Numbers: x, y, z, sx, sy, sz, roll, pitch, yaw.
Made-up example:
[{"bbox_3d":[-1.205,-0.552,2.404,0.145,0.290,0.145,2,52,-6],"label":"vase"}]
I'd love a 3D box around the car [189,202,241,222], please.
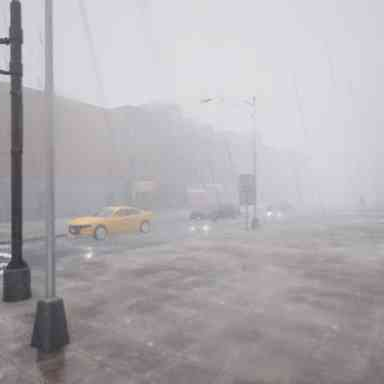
[{"bbox_3d":[1.998,1.532,26.299,2.033,1.411,5.357,-1,0,36],"label":"car"}]

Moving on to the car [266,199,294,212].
[{"bbox_3d":[9.940,1.485,37.464,1.994,1.385,4.181,-1,0,36],"label":"car"}]

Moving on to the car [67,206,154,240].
[{"bbox_3d":[-4.148,1.528,17.625,1.882,1.535,5.008,-1,0,35],"label":"car"}]
